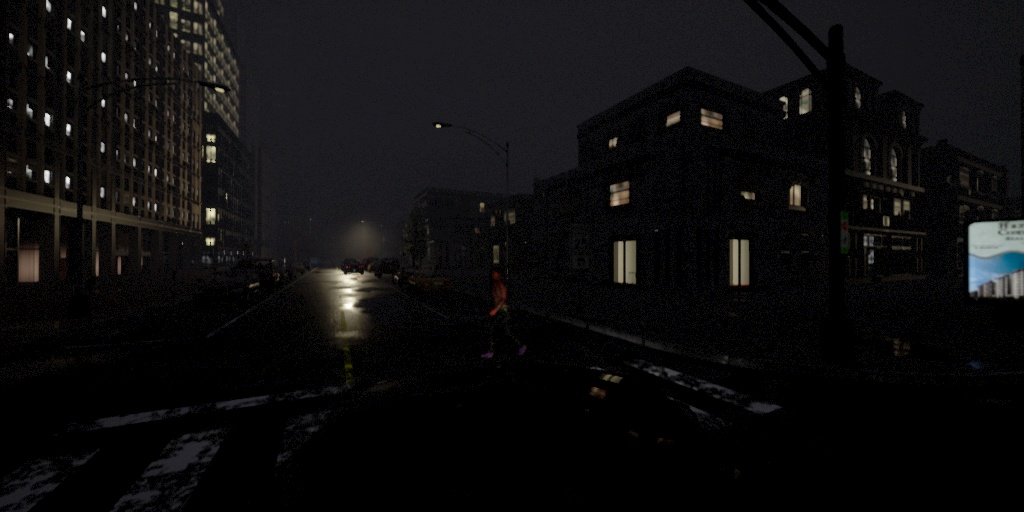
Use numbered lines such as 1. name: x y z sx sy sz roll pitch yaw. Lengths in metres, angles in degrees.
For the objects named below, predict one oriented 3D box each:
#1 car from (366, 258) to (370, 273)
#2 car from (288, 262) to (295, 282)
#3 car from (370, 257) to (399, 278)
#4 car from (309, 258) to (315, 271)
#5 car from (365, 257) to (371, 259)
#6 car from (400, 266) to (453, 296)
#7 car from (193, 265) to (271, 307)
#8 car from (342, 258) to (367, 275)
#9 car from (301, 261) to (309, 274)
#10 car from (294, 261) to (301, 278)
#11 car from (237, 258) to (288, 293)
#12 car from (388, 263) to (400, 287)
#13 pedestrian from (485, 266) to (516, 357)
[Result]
1. car: -16.765 1.302 44.023 1.751 1.417 4.829 0 0 -26
2. car: -16.874 1.277 25.269 2.007 1.370 4.403 0 0 -26
3. car: -11.800 1.081 33.935 2.192 1.841 5.009 0 0 -26
4. car: -29.101 1.319 50.107 1.948 1.339 4.313 0 0 -26
5. car: -19.136 1.097 48.839 2.192 1.841 5.009 0 0 -26
6. car: -4.539 1.281 19.184 1.751 1.417 4.829 0 0 -26
7. car: -11.984 1.271 15.333 2.007 1.370 4.403 0 0 -26
8. car: -17.222 1.287 38.994 1.812 1.442 4.674 0 0 -26
9. car: -24.136 1.267 40.019 1.751 1.417 4.829 0 0 -26
10. car: -19.320 1.276 30.236 1.888 1.381 4.507 0 0 -26
11. car: -14.429 1.038 20.301 2.192 1.841 5.009 0 0 -26
12. car: -6.909 1.341 24.000 1.802 1.307 4.207 0 0 -26
13. pedestrian: -0.231 1.037 6.977 0.375 1.860 0.375 1 -1 -26
